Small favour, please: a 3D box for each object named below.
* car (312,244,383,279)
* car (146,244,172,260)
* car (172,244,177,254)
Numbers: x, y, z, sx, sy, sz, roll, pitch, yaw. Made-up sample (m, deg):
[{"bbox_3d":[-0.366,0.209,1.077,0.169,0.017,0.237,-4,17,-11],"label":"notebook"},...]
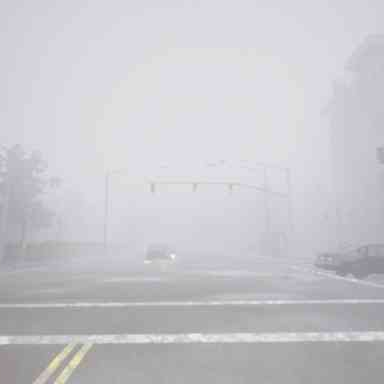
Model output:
[{"bbox_3d":[7.949,2.886,13.995,5.357,1.411,2.033,1,-9,0],"label":"car"},{"bbox_3d":[-3.400,5.959,33.523,1.882,1.535,5.008,0,-9,0],"label":"car"},{"bbox_3d":[-3.287,8.459,49.387,2.128,1.511,4.902,0,-9,0],"label":"car"}]
